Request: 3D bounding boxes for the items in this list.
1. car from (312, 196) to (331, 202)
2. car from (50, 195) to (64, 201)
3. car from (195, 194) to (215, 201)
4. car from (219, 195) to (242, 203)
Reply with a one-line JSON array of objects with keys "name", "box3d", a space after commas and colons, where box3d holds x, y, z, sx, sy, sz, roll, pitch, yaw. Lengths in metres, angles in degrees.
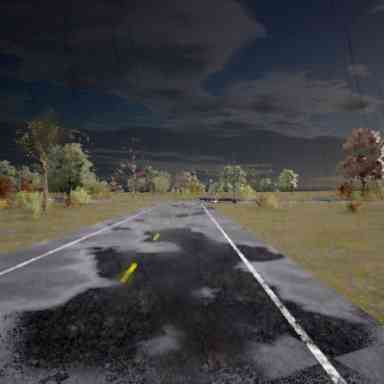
[{"name": "car", "box3d": [31.410, 1.656, 80.596, 4.181, 1.385, 1.994, 0, 0, -2]}, {"name": "car", "box3d": [-32.933, 1.369, 78.741, 4.902, 1.511, 2.128, 0, 0, -2]}, {"name": "car", "box3d": [3.082, 1.365, 79.756, 4.553, 1.767, 2.097, 0, 0, -1]}, {"name": "car", "box3d": [8.390, 1.519, 72.892, 5.008, 1.535, 1.882, 0, 0, -2]}]
